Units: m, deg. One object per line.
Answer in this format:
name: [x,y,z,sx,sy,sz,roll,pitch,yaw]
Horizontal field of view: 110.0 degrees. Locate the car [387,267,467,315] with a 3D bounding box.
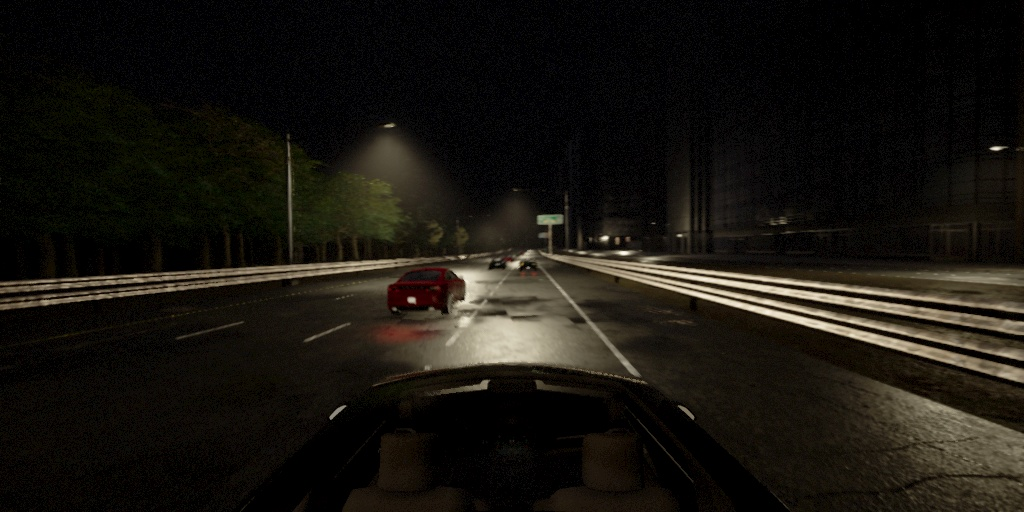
car: [-2.932,1.152,13.319,1.882,1.535,5.008,-1,1,2]

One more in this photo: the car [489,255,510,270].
car: [-1.684,0.885,43.295,1.994,1.385,4.181,-1,1,2]

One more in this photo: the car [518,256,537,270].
car: [1.805,0.898,40.266,1.895,1.301,4.718,-1,1,2]
